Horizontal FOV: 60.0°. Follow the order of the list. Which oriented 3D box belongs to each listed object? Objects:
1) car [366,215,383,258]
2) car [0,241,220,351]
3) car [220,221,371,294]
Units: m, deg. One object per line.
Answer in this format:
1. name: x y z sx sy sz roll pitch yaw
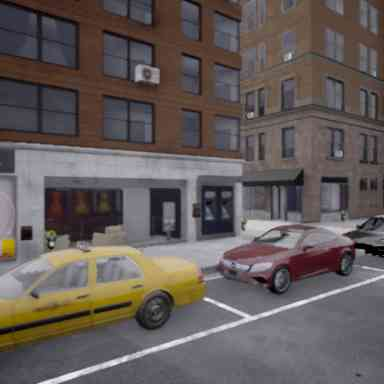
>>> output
1. car: 7.100 1.503 11.829 4.313 1.339 1.947 0 0 -36
2. car: -2.006 1.518 5.331 4.829 1.417 1.752 0 0 -36
3. car: 2.616 1.546 8.630 4.206 1.307 1.802 0 0 -36
